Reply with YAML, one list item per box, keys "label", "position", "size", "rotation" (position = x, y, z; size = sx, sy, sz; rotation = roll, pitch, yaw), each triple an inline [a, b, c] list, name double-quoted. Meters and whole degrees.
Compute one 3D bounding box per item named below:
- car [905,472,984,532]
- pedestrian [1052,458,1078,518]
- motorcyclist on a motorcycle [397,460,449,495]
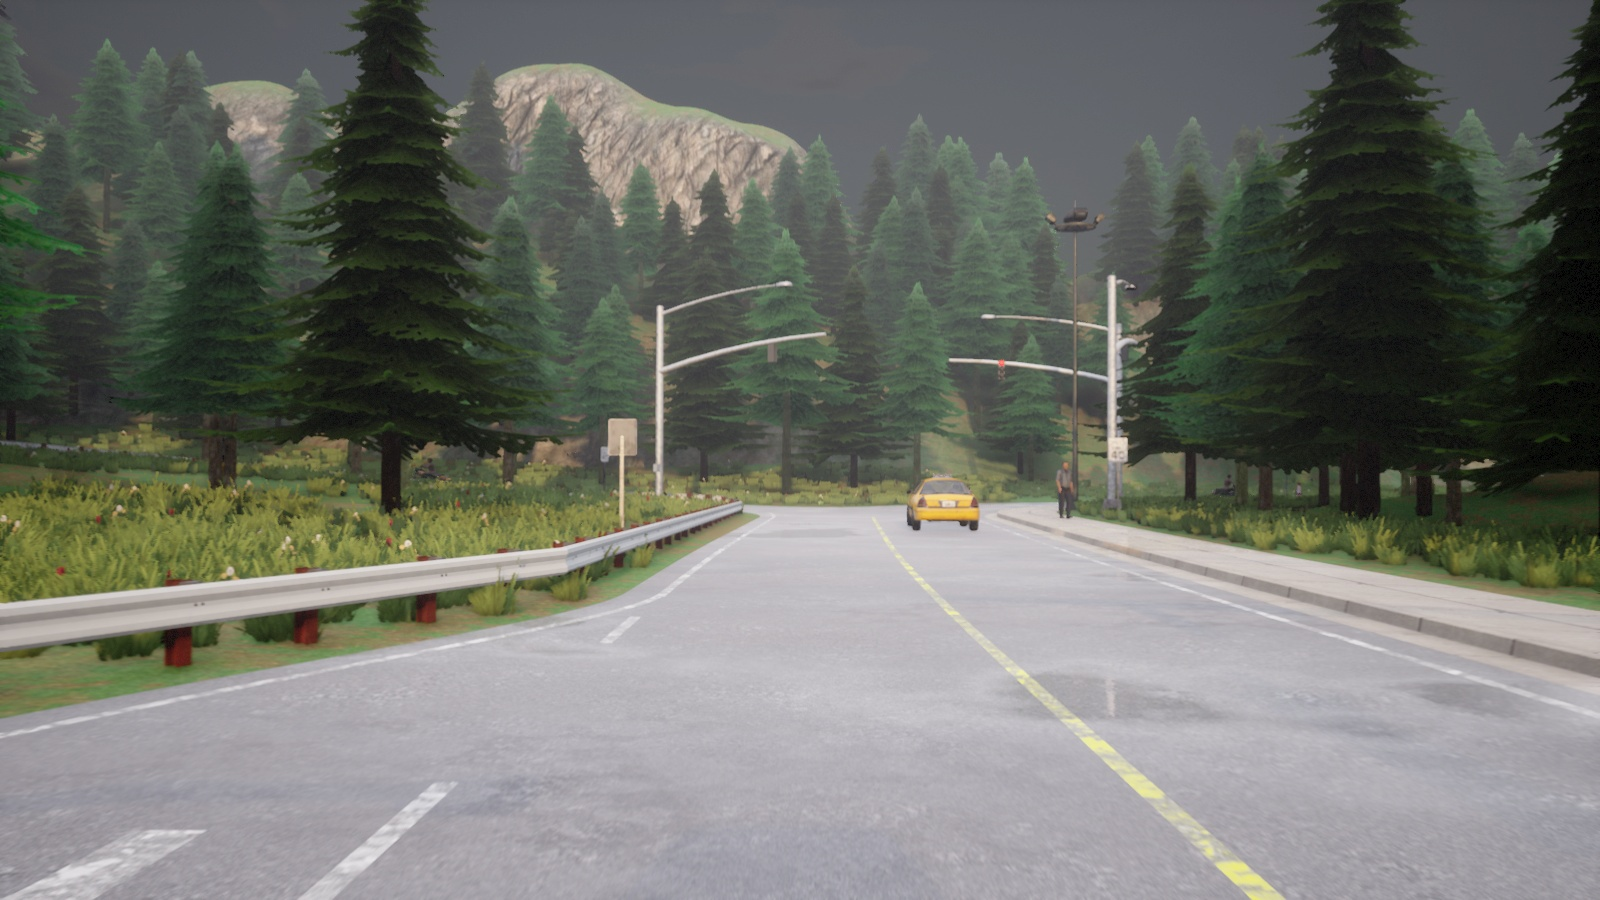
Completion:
- label: "car"
  position: [4.025, 1.416, 35.634]
  size: [1.801, 1.575, 5.366]
  rotation: [0, -1, 2]
- label: "pedestrian"
  position: [8.329, 1.195, 39.504]
  size: [0.540, 1.848, 0.694]
  rotation: [0, -1, -12]
- label: "motorcyclist on a motorcycle"
  position: [-18.940, 1.376, 63.098]
  size: [2.350, 1.649, 0.766]
  rotation: [3, 0, 4]
